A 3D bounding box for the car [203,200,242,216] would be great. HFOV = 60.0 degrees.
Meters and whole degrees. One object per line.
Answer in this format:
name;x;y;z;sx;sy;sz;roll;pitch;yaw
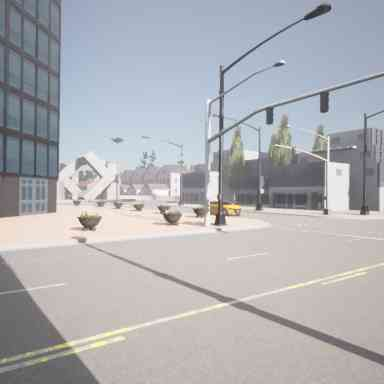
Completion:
car;2.956;1.563;33.648;1.882;1.535;5.008;1;-1;-35
